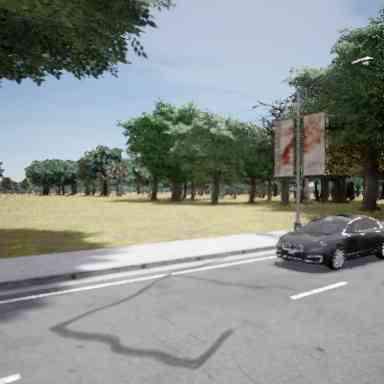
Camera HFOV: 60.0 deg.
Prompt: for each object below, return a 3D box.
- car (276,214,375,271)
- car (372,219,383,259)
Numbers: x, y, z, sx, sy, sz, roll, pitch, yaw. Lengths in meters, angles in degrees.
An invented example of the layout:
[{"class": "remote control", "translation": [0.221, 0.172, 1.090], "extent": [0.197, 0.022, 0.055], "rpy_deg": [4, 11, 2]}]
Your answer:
[{"class": "car", "translation": [4.894, 1.523, 11.166], "extent": [4.892, 1.490, 1.837], "rpy_deg": [0, 0, -35]}, {"class": "car", "translation": [7.110, 1.511, 8.755], "extent": [4.902, 1.511, 2.128], "rpy_deg": [0, 0, -35]}]
